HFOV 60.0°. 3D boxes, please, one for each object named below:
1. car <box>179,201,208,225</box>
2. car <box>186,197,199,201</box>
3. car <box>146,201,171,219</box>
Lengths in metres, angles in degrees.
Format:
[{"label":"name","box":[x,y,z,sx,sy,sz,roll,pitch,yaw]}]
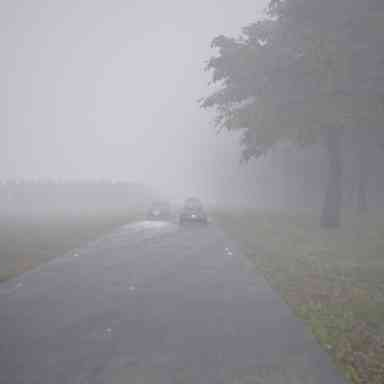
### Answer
[{"label":"car","box":[0.091,1.586,24.258,1.994,1.385,4.181,0,0,0]},{"label":"car","box":[0.086,1.424,39.944,2.097,1.767,4.553,0,0,0]},{"label":"car","box":[-2.854,1.526,29.205,2.128,1.511,4.902,0,0,0]}]
